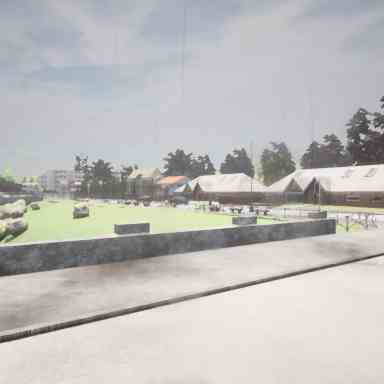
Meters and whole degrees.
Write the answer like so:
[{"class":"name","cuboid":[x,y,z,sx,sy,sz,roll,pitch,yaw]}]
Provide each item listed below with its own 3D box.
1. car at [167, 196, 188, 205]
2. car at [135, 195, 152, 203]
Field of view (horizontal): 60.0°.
[{"class":"car","cuboid":[-2.592,1.491,58.513,2.128,1.511,4.902,0,0,-35]},{"class":"car","cuboid":[-10.049,1.502,68.996,1.837,1.490,4.892,0,0,-35]}]
